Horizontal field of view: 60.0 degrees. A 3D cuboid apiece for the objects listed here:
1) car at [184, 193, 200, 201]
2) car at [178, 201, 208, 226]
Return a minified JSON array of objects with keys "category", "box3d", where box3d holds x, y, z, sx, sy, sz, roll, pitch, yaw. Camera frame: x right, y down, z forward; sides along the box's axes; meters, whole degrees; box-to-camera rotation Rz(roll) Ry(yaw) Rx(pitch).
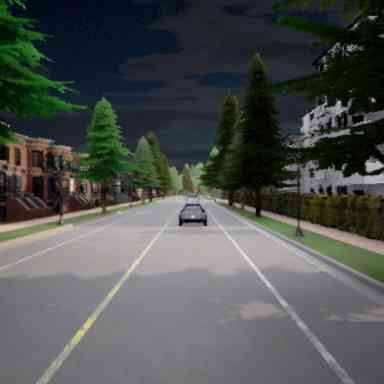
[{"category":"car","box3d":[0.032,1.215,49.073,2.150,2.045,5.566,0,0,0]},{"category":"car","box3d":[0.077,1.561,23.621,1.994,1.385,4.181,0,0,0]}]
